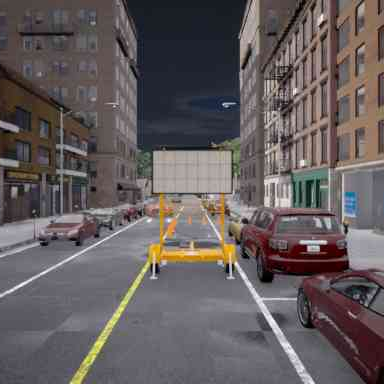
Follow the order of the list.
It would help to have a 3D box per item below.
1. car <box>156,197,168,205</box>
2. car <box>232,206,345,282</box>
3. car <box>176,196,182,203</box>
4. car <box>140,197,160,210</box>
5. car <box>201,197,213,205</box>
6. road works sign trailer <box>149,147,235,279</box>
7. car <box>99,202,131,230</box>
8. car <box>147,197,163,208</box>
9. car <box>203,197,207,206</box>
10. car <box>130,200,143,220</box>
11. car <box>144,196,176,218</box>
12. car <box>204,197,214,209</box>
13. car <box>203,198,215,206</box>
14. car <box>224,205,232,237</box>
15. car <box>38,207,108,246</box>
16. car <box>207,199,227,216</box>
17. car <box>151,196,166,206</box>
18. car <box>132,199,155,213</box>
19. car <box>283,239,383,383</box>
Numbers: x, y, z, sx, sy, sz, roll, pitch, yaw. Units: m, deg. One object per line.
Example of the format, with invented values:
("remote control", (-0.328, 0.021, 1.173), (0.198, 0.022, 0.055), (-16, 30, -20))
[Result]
("car", (-5.341, 1.597, 59.294), (1.802, 1.307, 4.206), (0, 0, 0))
("car", (2.645, 1.314, 9.625), (2.192, 1.841, 5.009), (0, 0, 0))
("car", (-2.703, 1.520, 57.516), (1.837, 1.490, 4.892), (0, -1, 0))
("car", (-5.354, 1.443, 42.738), (1.967, 1.590, 4.097), (0, 0, 0))
("car", (2.685, 1.581, 59.289), (1.947, 1.339, 4.313), (0, 0, 0))
("road works sign trailer", (0.008, 0.464, 9.995), (2.380, 3.560, 2.880), (0, 0, 0))
("car", (-5.371, 1.550, 20.663), (2.008, 1.369, 4.403), (0, 0, 0))
("car", (-5.350, 1.532, 48.086), (1.752, 1.417, 4.829), (0, 0, 0))
("car", (2.671, 1.528, 42.905), (1.752, 1.417, 4.829), (0, 0, 0))
("car", (-5.367, 1.543, 26.182), (1.887, 1.381, 4.507), (0, 0, 0))
("car", (-2.824, 1.351, 30.419), (2.097, 1.767, 4.553), (0, 0, 0))
("car", (2.667, 1.582, 37.216), (1.802, 1.307, 4.206), (0, 0, 0))
("car", (2.680, 1.593, 53.771), (1.802, 1.307, 4.206), (0, 0, 0))
("car", (2.645, 1.524, 15.311), (1.752, 1.417, 4.829), (0, 0, 0))
("car", (-5.375, 1.581, 15.144), (1.802, 1.307, 4.206), (0, 0, 0))
("car", (2.663, 1.581, 31.698), (1.802, 1.307, 4.206), (0, 0, 0))
("car", (-5.345, 1.451, 53.775), (1.967, 1.590, 4.097), (0, 0, 0))
("car", (-5.358, 1.551, 37.219), (2.008, 1.369, 4.403), (0, 0, 0))
("car", (2.641, 1.582, 4.107), (1.802, 1.307, 4.206), (0, 0, 0))
